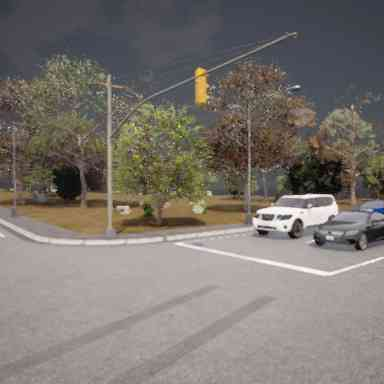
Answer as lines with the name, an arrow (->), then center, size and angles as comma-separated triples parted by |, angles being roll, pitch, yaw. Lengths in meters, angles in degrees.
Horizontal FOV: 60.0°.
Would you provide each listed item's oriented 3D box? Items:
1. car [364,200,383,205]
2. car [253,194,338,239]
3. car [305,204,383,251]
car -> 13.185, 1.349, 23.714 | 5.008, 1.535, 1.882 | 0, 0, -40
car -> 5.602, 1.149, 17.380 | 5.566, 2.045, 2.150 | 0, 0, -40
car -> 6.980, 1.453, 13.987 | 4.674, 1.442, 1.812 | 0, 0, -39
